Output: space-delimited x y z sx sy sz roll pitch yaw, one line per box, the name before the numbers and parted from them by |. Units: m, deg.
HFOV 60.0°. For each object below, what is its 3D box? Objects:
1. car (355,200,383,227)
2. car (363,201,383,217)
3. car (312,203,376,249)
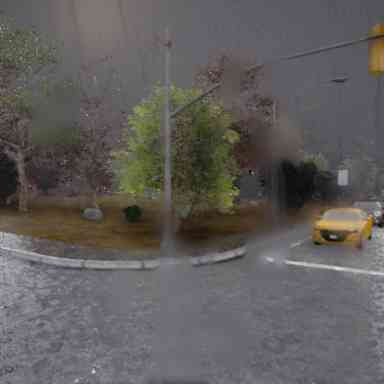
car | 11.834 1.348 22.634 2.097 1.767 4.553 0 0 32
car | 17.819 1.582 32.080 1.994 1.385 4.181 0 0 33
car | 6.869 1.472 15.009 1.882 1.535 5.008 0 0 34
